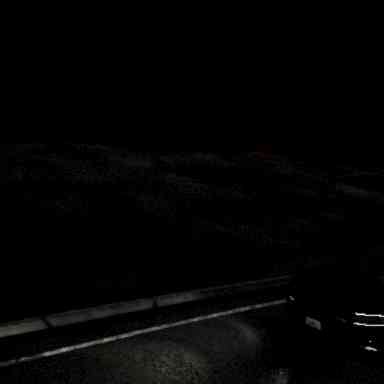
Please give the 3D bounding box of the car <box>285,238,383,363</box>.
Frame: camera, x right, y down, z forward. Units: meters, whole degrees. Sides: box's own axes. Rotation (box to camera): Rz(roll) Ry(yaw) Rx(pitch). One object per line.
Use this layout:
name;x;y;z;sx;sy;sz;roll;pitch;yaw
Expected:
car;3.862;1.547;5.714;5.008;1.535;1.882;1;-1;-28

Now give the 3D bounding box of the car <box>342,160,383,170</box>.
car;17.801;-2.650;35.839;4.792;1.488;2.163;3;-2;-19

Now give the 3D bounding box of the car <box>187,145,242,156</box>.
car;1.780;-3.535;30.868;4.674;1.452;2.002;3;-2;-15

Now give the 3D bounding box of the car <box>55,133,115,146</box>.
car;-8.935;-4.127;28.160;4.892;1.521;2.231;3;-2;-14

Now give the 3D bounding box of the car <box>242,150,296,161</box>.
car;7.109;-3.281;32.392;5.008;1.535;2.097;3;-2;-16

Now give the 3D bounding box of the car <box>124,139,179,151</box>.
car;-3.577;-3.861;29.461;4.892;1.521;2.231;3;-2;-14

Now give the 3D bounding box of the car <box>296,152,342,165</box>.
car;12.385;-3.112;34.026;4.553;1.767;2.185;3;-2;-17
